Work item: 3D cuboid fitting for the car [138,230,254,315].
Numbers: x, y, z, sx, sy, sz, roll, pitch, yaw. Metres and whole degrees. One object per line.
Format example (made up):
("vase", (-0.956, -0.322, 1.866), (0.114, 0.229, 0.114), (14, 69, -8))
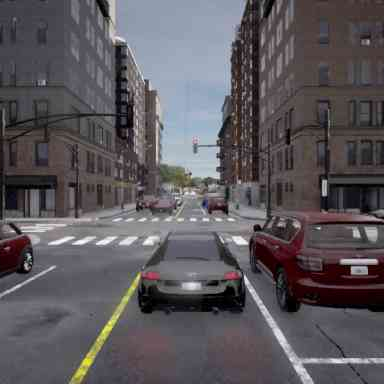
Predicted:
("car", (0.014, 1.564, 7.640), (1.994, 1.385, 4.181), (0, 0, 1))

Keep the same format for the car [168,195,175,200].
("car", (-5.526, 1.575, 89.698), (1.802, 1.307, 4.206), (0, 0, 0))

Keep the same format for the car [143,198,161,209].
("car", (-5.480, 1.563, 45.668), (1.947, 1.339, 4.313), (0, 0, 0))

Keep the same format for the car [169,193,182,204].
("car", (-2.843, 1.218, 53.126), (2.150, 2.045, 5.566), (0, 0, 1))

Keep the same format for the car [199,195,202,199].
("car", (2.615, 1.312, 51.185), (2.192, 1.841, 5.009), (0, 0, 0))

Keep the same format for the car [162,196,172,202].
("car", (-5.509, 1.540, 73.186), (1.887, 1.381, 4.507), (0, 0, 0))

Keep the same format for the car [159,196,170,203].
("car", (-5.503, 1.540, 67.683), (1.887, 1.381, 4.507), (0, 0, 0))

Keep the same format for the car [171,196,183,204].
("car", (-2.847, 1.560, 63.185), (1.994, 1.385, 4.181), (0, 0, 1))

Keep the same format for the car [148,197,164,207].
("car", (-5.486, 1.548, 51.172), (2.008, 1.369, 4.403), (0, 0, 0))

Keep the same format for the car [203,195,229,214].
("car", (2.652, 1.314, 34.673), (2.192, 1.841, 5.009), (0, 0, 0))

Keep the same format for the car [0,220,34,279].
("car", (-5.397, 1.440, 7.605), (1.967, 1.590, 4.097), (0, 0, 0))

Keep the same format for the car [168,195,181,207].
("car", (-2.890, 1.489, 43.247), (2.128, 1.511, 4.902), (0, 0, 0))

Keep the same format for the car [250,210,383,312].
("car", (2.628, 1.315, 7.617), (2.192, 1.841, 5.009), (0, 0, 0))

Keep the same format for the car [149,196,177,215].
("car", (-2.893, 1.476, 33.683), (1.882, 1.535, 5.008), (0, 0, 0))

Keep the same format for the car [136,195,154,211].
("car", (-5.475, 1.313, 40.164), (2.192, 1.841, 5.009), (0, 0, 0))
